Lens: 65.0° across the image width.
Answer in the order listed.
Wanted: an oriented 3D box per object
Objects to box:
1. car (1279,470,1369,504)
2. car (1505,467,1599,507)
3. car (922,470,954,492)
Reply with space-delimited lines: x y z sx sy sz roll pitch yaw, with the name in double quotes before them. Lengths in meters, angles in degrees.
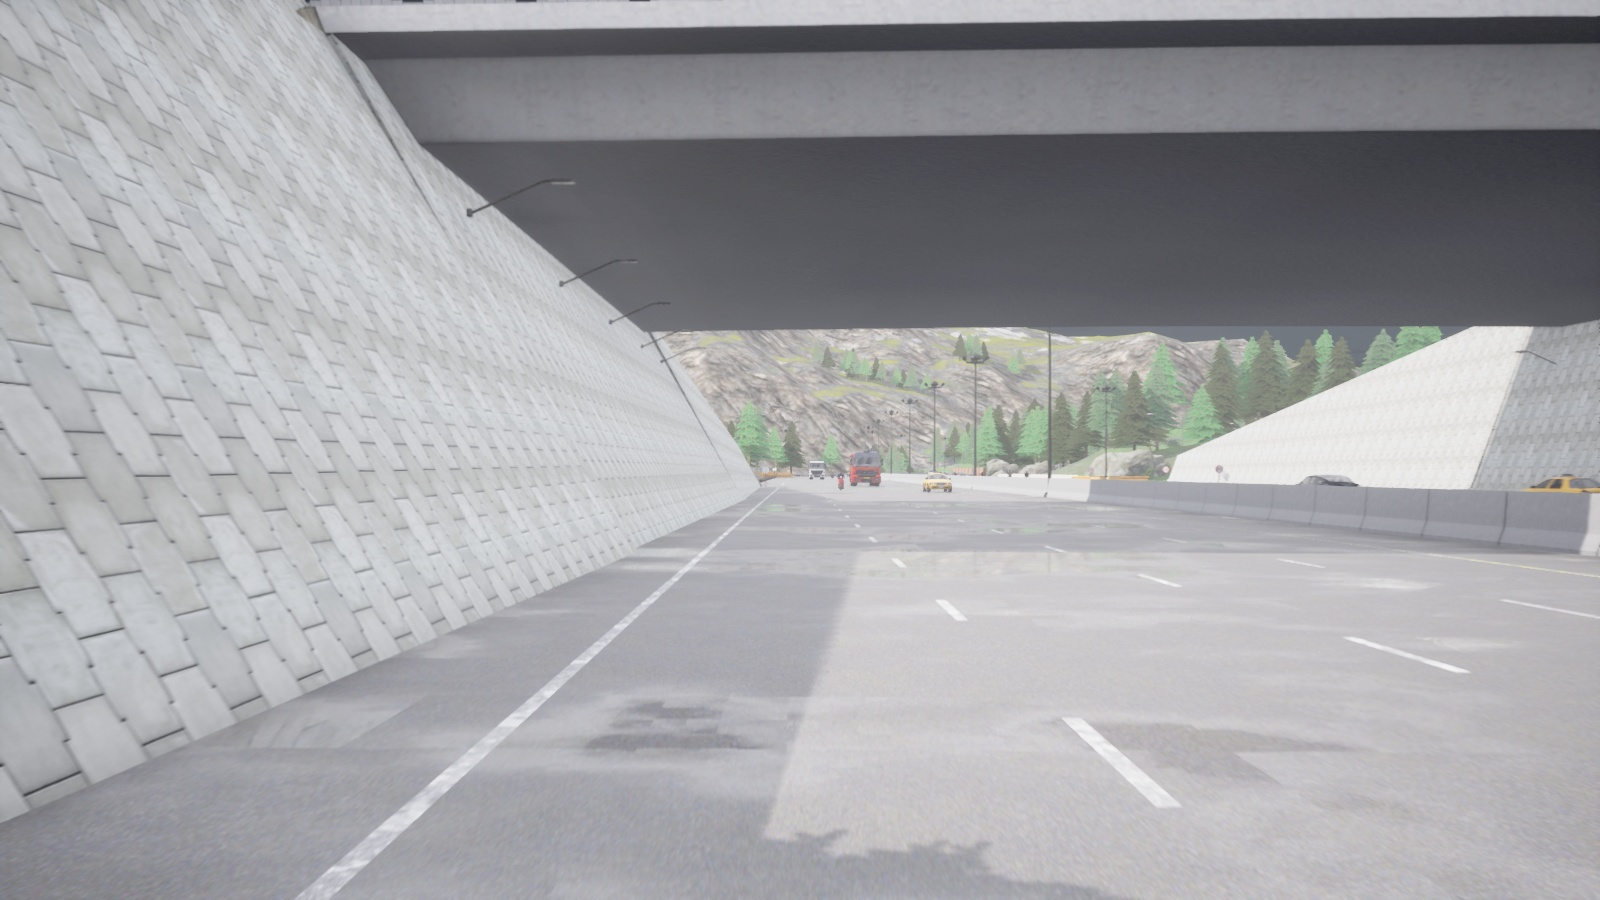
"car" 24.372 1.698 58.613 2.163 1.488 4.792 0 -1 0
"car" 31.380 1.491 51.573 1.801 1.575 5.366 0 -1 0
"car" 10.325 2.294 94.498 1.801 1.575 5.366 0 -1 0
